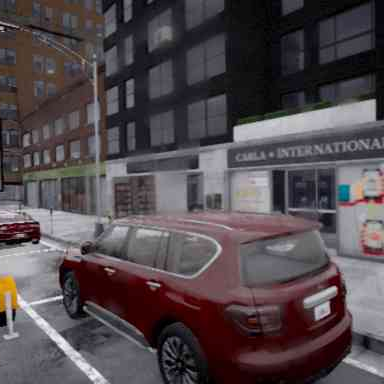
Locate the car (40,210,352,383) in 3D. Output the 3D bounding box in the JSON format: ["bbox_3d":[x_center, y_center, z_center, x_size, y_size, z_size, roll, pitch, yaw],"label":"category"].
[{"bbox_3d":[-0.305,1.203,4.983,2.192,1.841,5.009,-3,2,-40],"label":"car"}]

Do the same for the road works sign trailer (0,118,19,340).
[{"bbox_3d":[-4.410,0.438,5.379,2.380,3.560,2.880,-2,2,-40],"label":"road works sign trailer"}]

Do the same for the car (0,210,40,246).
[{"bbox_3d":[-7.607,1.412,13.635,1.887,1.381,4.507,-3,2,-40],"label":"car"}]
